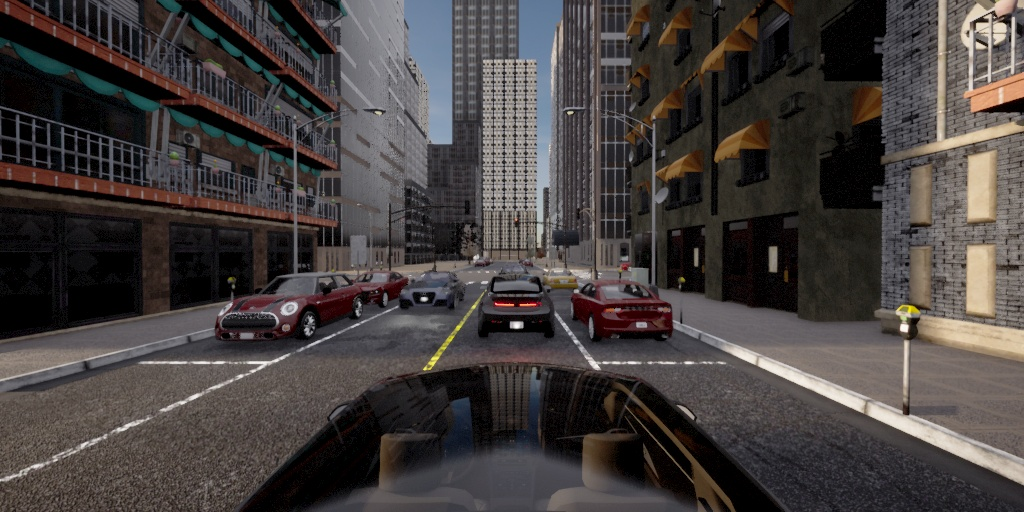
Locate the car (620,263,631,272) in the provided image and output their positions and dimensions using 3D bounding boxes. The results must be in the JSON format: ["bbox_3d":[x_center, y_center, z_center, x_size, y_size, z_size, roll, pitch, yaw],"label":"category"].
[{"bbox_3d":[14.291,1.005,39.842,4.507,1.381,1.888,0,0,0],"label":"car"}]

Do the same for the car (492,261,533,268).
[{"bbox_3d":[0.113,1.239,20.346,2.128,1.511,4.902,0,0,0],"label":"car"}]

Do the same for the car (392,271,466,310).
[{"bbox_3d":[-3.059,1.312,14.495,1.994,1.385,4.181,0,0,0],"label":"car"}]

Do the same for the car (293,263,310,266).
[{"bbox_3d":[-23.806,1.493,39.550,4.097,1.591,1.967,0,0,0],"label":"car"}]

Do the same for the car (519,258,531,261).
[{"bbox_3d":[2.736,1.185,64.234,1.967,1.591,4.097,0,0,0],"label":"car"}]

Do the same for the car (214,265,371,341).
[{"bbox_3d":[-5.686,1.188,9.682,1.967,1.591,4.097,0,0,0],"label":"car"}]

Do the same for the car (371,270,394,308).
[{"bbox_3d":[-5.682,1.293,15.205,1.888,1.381,4.507,0,0,0],"label":"car"}]

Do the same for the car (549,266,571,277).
[{"bbox_3d":[2.703,1.272,20.878,1.751,1.417,4.829,0,0,0],"label":"car"}]

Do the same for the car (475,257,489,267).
[{"bbox_3d":[-5.644,1.291,64.242,1.888,1.381,4.507,0,0,0],"label":"car"}]

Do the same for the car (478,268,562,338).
[{"bbox_3d":[0.106,1.253,10.212,1.837,1.490,4.892,0,0,0],"label":"car"}]

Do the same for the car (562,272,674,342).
[{"bbox_3d":[2.695,1.294,9.661,1.888,1.381,4.507,0,0,0],"label":"car"}]
